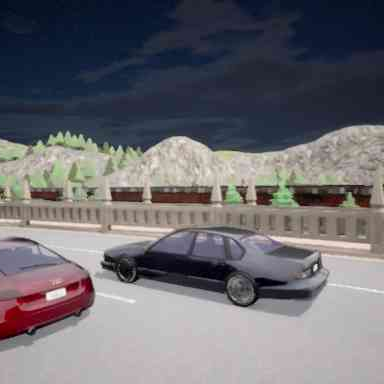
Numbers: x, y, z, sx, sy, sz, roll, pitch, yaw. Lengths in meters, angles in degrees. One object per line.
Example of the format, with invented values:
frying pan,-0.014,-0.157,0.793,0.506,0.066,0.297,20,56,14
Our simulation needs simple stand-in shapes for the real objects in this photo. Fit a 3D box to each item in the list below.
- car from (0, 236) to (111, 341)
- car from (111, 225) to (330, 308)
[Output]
car,-3.800,1.539,6.177,4.181,1.385,1.994,0,0,32
car,0.286,1.512,7.827,5.357,1.411,2.033,0,0,33
